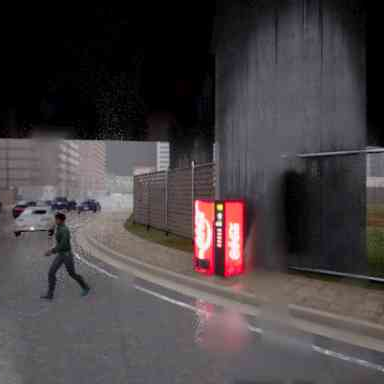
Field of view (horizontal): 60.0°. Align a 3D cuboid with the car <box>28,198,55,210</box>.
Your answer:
[{"bbox_3d":[-19.277,1.512,42.735,1.812,1.442,4.674,0,0,-7],"label":"car"}]

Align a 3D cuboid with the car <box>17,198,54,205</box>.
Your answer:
[{"bbox_3d":[-13.633,1.493,28.448,1.837,1.490,4.892,0,-1,-8],"label":"car"}]

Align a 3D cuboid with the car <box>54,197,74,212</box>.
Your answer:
[{"bbox_3d":[-15.120,1.341,39.344,2.097,1.767,4.553,0,0,-8],"label":"car"}]

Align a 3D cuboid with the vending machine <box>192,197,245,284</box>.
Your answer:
[{"bbox_3d":[0.708,1.194,8.803,1.100,2.100,0.880,0,0,-42],"label":"vending machine"}]

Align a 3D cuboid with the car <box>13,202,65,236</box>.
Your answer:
[{"bbox_3d":[-8.381,1.520,18.326,1.812,1.442,4.674,0,0,-16],"label":"car"}]

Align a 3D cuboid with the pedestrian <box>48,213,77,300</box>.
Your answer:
[{"bbox_3d":[-2.681,1.292,6.885,0.375,1.860,0.375,0,0,-40],"label":"pedestrian"}]

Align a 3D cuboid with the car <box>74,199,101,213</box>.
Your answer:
[{"bbox_3d":[-11.235,1.516,36.627,1.812,1.442,4.674,0,0,-8],"label":"car"}]

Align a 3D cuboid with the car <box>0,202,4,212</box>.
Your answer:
[{"bbox_3d":[-21.859,1.465,35.329,1.882,1.535,5.008,0,0,-7],"label":"car"}]
